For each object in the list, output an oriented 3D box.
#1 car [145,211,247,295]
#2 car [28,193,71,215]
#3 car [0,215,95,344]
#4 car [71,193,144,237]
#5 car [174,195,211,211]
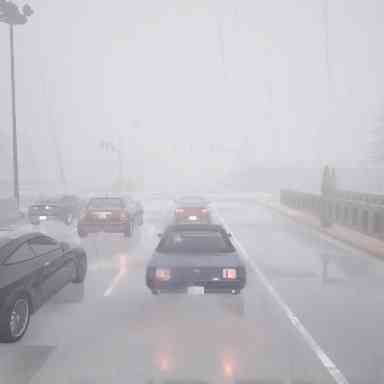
[{"bbox_3d":[0.069,1.429,8.289,1.895,1.301,4.718,0,2,0],"label":"car"},{"bbox_3d":[-6.981,0.821,17.926,1.837,1.490,4.892,0,3,0],"label":"car"},{"bbox_3d":[-3.425,1.426,6.137,1.812,1.442,4.674,0,2,0],"label":"car"},{"bbox_3d":[-3.465,0.841,14.932,2.097,1.767,4.553,0,3,0],"label":"car"},{"bbox_3d":[0.023,0.878,17.361,1.812,1.442,4.674,0,3,0],"label":"car"}]
